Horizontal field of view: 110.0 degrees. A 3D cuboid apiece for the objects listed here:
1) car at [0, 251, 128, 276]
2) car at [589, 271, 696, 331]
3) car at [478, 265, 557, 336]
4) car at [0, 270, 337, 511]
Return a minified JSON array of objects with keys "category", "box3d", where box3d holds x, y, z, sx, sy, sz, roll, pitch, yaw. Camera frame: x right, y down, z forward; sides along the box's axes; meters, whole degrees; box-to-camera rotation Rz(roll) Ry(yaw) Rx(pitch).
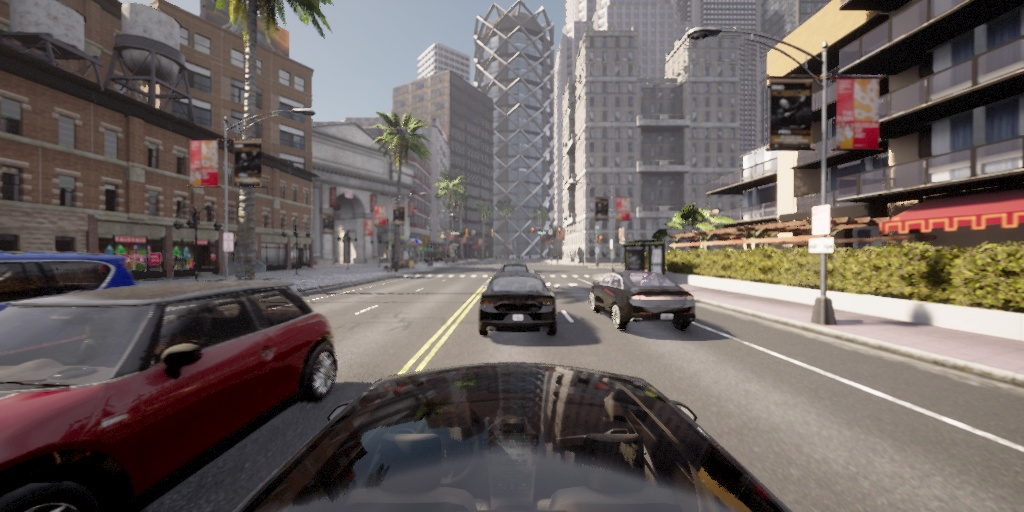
[{"category":"car","box3d":[-7.097,0.959,3.664,2.150,2.045,5.566,0,0,0]},{"category":"car","box3d":[3.634,1.187,10.800,2.128,1.511,4.902,0,0,0]},{"category":"car","box3d":[0.137,1.175,10.284,1.882,1.535,5.008,0,0,0]},{"category":"car","box3d":[-3.597,1.092,3.290,2.097,1.767,4.553,0,0,0]}]
